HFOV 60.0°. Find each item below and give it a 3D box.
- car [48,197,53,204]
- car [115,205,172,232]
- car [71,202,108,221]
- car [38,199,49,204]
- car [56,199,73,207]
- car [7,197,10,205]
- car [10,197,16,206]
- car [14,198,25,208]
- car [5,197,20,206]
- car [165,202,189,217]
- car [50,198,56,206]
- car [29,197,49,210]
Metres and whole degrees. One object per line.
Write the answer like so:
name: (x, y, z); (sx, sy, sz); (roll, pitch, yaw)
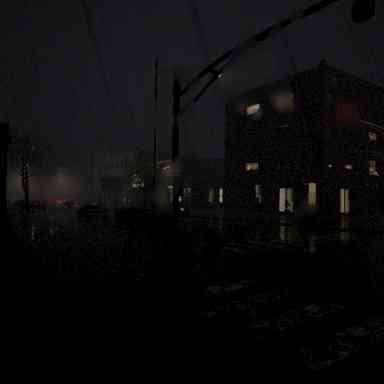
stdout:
car: (-34.822, 2.144, 80.479); (2.192, 1.841, 5.009); (1, -1, -35)
car: (-3.349, 1.617, 20.916); (1.887, 1.381, 4.507); (1, -1, -35)
car: (-8.526, 1.732, 28.279); (1.802, 1.307, 4.206); (1, -1, -35)
car: (-38.103, 2.407, 85.142); (1.752, 1.417, 4.829); (1, -1, -35)
car: (-25.277, 2.118, 66.899); (1.967, 1.590, 4.097); (1, -1, -35)
car: (-35.315, 2.134, 66.607); (1.947, 1.339, 4.313); (1, -1, -35)
car: (-32.133, 2.083, 62.081); (1.947, 1.339, 4.313); (1, -1, -35)
car: (-29.133, 2.015, 57.802); (1.887, 1.381, 4.507); (1, -1, -35)
car: (-38.496, 1.933, 71.137); (2.192, 1.841, 5.009); (1, -1, -35)
car: (-2.091, 1.765, 34.148); (1.967, 1.590, 4.097); (1, -1, -35)
car: (-28.459, 2.310, 71.424); (1.802, 1.307, 4.206); (1, -1, -35)
car: (-22.714, 1.893, 48.580); (1.752, 1.417, 4.829); (1, -1, -35)
